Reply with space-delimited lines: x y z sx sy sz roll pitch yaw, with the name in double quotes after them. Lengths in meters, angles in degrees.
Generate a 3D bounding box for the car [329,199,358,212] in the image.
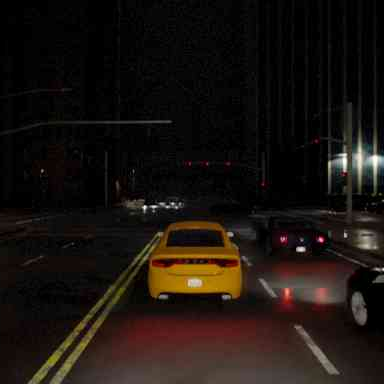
19.036 1.563 38.903 5.357 1.411 2.033 0 0 0 "car"

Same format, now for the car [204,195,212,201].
3.734 1.460 79.593 1.837 1.490 4.892 0 0 0 "car"

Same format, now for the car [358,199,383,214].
20.950 1.506 35.420 4.902 1.511 2.128 0 0 -1 "car"

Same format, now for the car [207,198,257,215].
4.187 1.614 33.884 4.718 1.301 1.895 0 0 36 "car"

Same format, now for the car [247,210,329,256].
3.620 1.606 13.207 1.895 1.301 4.718 0 0 0 "car"

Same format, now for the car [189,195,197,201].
0.235 1.399 80.143 1.994 1.385 4.181 0 0 0 "car"

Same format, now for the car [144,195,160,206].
-6.922 1.527 56.100 1.837 1.490 4.892 0 0 0 "car"

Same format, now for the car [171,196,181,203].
-3.296 1.590 69.536 1.994 1.385 4.181 0 0 0 "car"

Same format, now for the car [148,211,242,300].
0.079 1.481 8.448 1.882 1.535 5.008 0 0 1 "car"

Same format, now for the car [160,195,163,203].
-6.797 1.380 69.273 2.097 1.767 4.553 0 0 0 "car"

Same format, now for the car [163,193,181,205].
-3.398 1.245 59.044 2.150 2.045 5.566 0 0 0 "car"

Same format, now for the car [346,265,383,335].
3.612 1.506 3.935 1.837 1.490 4.892 0 0 0 "car"
